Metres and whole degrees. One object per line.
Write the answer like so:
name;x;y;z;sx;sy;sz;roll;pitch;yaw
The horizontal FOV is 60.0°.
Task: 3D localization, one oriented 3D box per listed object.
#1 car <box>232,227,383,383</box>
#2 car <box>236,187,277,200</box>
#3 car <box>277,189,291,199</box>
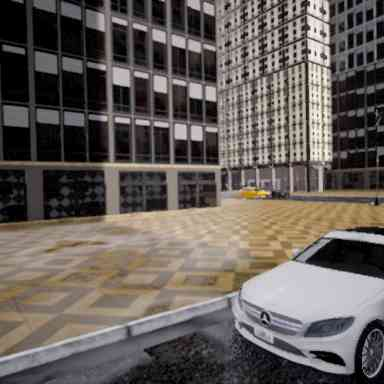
car;2.753;1.346;5.277;4.674;1.442;1.812;-2;1;-35
car;7.724;0.163;41.885;1.882;1.535;5.008;-2;2;-36
car;10.335;0.135;43.819;2.033;1.411;5.357;-2;2;-36
